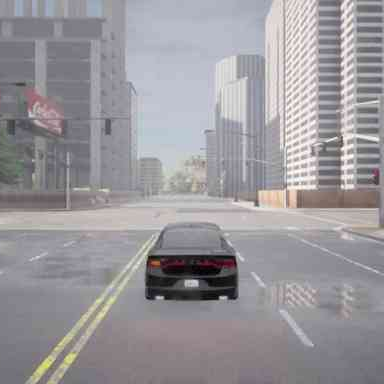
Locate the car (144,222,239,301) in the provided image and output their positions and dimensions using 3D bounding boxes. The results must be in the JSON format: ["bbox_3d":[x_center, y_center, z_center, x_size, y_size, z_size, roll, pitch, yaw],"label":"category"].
[{"bbox_3d":[-0.002,1.480,8.407,1.882,1.535,5.008,0,0,0],"label":"car"}]
